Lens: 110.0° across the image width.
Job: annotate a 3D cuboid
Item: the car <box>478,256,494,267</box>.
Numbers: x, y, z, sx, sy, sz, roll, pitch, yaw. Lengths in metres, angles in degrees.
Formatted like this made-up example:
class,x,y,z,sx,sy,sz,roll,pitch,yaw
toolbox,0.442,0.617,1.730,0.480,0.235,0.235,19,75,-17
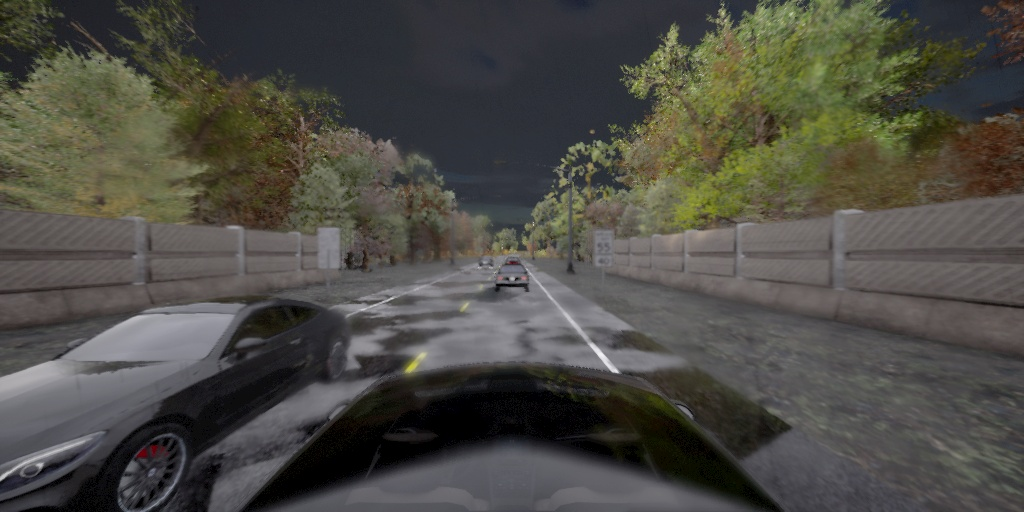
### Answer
class,x,y,z,sx,sy,sz,roll,pitch,yaw
car,-3.540,0.737,49.767,2.128,1.511,4.902,0,1,1

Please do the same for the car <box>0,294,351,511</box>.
class,x,y,z,sx,sy,sz,roll,pitch,yaw
car,-3.600,1.251,4.263,1.812,1.442,4.674,0,0,0

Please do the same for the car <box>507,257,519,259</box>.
class,x,y,z,sx,sy,sz,roll,pitch,yaw
car,0.098,0.861,40.288,1.837,1.490,4.892,0,1,0

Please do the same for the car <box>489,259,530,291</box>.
class,x,y,z,sx,sy,sz,roll,pitch,yaw
car,0.036,1.113,20.017,2.033,1.411,5.357,0,1,1
